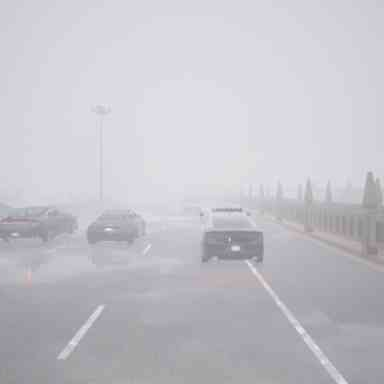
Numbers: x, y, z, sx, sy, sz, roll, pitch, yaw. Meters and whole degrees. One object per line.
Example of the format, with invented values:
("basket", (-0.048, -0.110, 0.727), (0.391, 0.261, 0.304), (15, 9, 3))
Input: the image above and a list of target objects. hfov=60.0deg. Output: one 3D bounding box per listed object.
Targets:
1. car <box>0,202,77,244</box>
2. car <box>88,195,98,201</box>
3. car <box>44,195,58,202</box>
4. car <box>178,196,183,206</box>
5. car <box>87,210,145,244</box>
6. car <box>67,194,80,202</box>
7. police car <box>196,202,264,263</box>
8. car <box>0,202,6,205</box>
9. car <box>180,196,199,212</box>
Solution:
("car", (-6.888, 1.429, 15.427), (2.128, 1.511, 4.902), (0, 0, 0))
("car", (-18.856, 1.240, 63.393), (2.128, 1.511, 4.902), (0, 0, -17))
("car", (-24.608, 1.260, 58.191), (2.128, 1.511, 4.902), (0, 0, -16))
("car", (-0.720, 1.319, 46.305), (1.837, 1.490, 4.892), (0, 0, -8))
("car", (-3.385, 1.501, 15.519), (1.994, 1.385, 4.181), (0, 0, 0))
("car", (-22.283, 1.103, 62.636), (2.097, 1.767, 4.553), (0, 0, -18))
("police car", (1.235, 1.377, 11.947), (1.930, 1.638, 5.238), (0, 0, 0))
("car", (-14.090, 1.414, 22.696), (1.837, 1.490, 4.892), (0, 0, 0))
("car", (-0.041, 1.457, 36.044), (1.895, 1.301, 4.718), (0, 0, -1))
